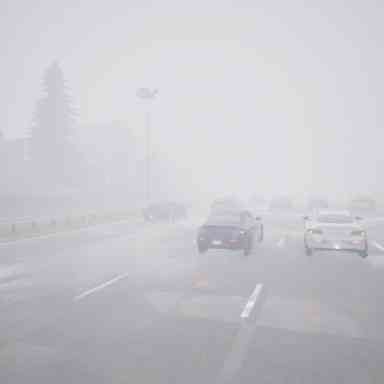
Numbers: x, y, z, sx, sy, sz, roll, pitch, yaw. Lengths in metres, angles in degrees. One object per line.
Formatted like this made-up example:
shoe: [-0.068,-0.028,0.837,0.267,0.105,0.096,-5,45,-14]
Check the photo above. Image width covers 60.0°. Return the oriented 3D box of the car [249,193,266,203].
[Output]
car: [8.426,0.924,42.549,2.128,1.511,4.902,-1,0,20]

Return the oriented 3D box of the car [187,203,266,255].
car: [1.556,1.374,12.598,1.812,1.442,4.674,-1,1,19]

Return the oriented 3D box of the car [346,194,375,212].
car: [15.136,0.947,30.008,1.882,1.535,5.008,-1,0,19]

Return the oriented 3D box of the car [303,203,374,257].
car: [5.056,1.329,11.995,1.812,1.442,4.674,-1,1,19]

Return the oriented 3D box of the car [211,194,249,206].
car: [2.919,1.170,26.957,2.128,1.511,4.902,-1,1,19]

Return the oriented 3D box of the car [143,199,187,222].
car: [-1.833,1.285,24.012,1.837,1.490,4.892,-1,1,19]

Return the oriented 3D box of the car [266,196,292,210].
car: [9.163,1.077,34.109,1.994,1.385,4.181,-1,1,19]

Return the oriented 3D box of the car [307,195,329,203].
car: [12.019,1.023,31.696,1.812,1.442,4.674,-1,1,19]
